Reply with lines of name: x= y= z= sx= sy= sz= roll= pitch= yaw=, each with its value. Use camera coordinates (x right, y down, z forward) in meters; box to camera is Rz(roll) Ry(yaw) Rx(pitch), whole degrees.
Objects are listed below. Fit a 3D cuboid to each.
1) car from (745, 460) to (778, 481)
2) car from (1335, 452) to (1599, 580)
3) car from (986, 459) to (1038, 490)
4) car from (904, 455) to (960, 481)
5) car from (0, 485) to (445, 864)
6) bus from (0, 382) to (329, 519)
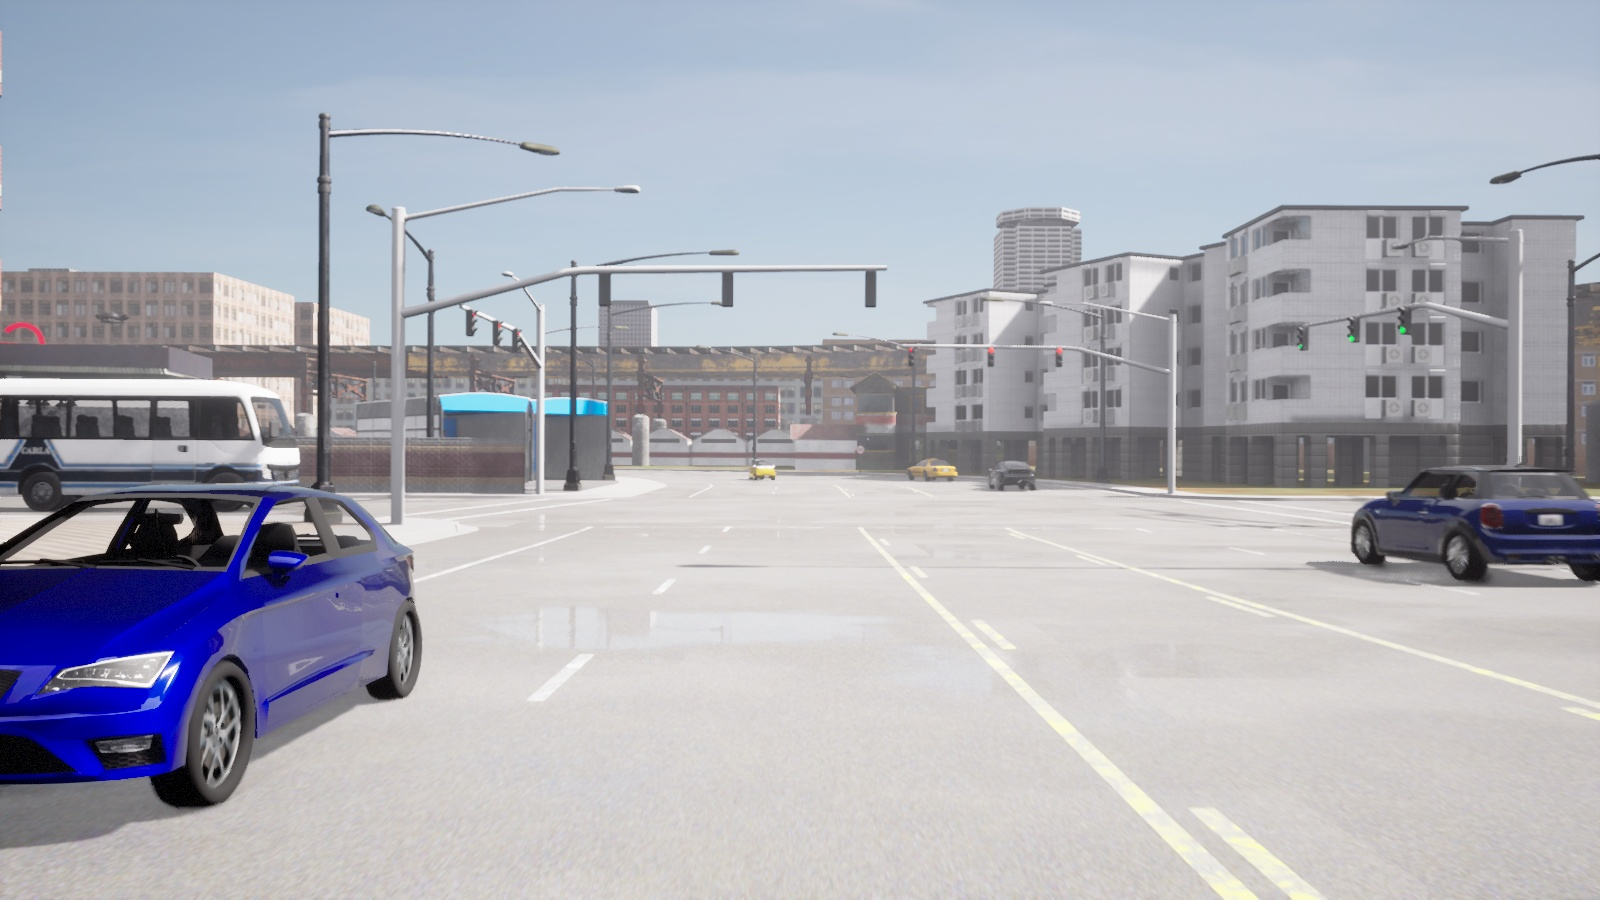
car: x=-2.500 y=1.323 z=82.294 sx=1.481 sy=1.376 sz=2.207 roll=0 pitch=0 yaw=-22
car: x=10.453 y=0.949 z=19.783 sx=2.097 sy=1.767 sz=4.553 roll=0 pitch=-1 yaw=0
car: x=10.994 y=1.238 z=65.443 sx=1.837 sy=1.490 sz=4.892 roll=0 pitch=0 yaw=0
car: x=8.620 y=1.163 z=82.442 sx=1.801 sy=1.575 sz=5.366 roll=0 pitch=0 yaw=-16
car: x=-3.517 y=0.961 z=7.145 sx=1.816 sy=1.474 sz=4.193 roll=0 pitch=-1 yaw=0
bus: x=-21.307 y=0.011 z=41.159 sx=10.273 sy=4.253 sz=3.944 roll=0 pitch=0 yaw=-3
